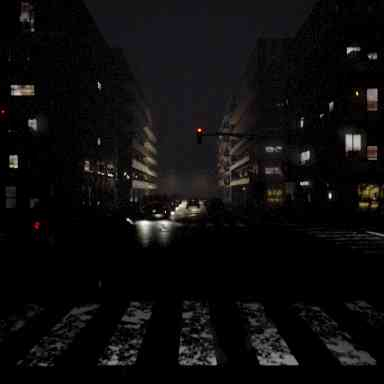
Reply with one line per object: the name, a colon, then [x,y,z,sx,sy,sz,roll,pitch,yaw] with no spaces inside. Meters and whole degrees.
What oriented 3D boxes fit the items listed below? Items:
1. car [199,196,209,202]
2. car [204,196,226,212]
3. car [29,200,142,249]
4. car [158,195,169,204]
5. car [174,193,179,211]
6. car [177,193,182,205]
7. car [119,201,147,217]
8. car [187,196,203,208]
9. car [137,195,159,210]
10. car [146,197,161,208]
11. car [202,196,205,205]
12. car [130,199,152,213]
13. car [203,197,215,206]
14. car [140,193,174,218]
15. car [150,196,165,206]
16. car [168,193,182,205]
car: [2.765,1.581,77.644,2.008,1.369,4.403,0,0,0]
car: [2.727,1.447,37.867,1.967,1.590,4.097,0,0,0]
car: [-4.931,1.412,15.239,4.553,1.767,2.097,-1,0,-30]
car: [-5.626,1.461,66.286,1.967,1.590,4.097,0,0,0]
car: [-3.057,1.359,40.075,2.097,1.767,4.553,0,0,0]
car: [-3.040,1.364,49.974,2.097,1.767,4.553,0,0,0]
car: [-5.659,1.571,32.190,1.947,1.339,4.313,0,0,0]
car: [0.147,1.558,48.123,2.033,1.411,5.357,0,0,0]
car: [-5.648,1.324,43.556,2.192,1.841,5.009,0,0,0]
car: [-5.643,1.536,49.068,1.752,1.417,4.829,0,0,0]
car: [2.732,1.449,43.549,1.967,1.590,4.097,0,0,0]
car: [-5.654,1.532,37.703,1.752,1.417,4.829,0,0,0]
car: [2.744,1.596,54.914,1.802,1.307,4.206,0,0,0]
car: [-3.089,1.226,30.163,2.150,2.045,5.566,0,0,1]
car: [-5.637,1.454,54.921,1.967,1.590,4.097,0,0,0]
car: [-2.983,1.239,60.533,2.150,2.045,5.566,0,0,1]
